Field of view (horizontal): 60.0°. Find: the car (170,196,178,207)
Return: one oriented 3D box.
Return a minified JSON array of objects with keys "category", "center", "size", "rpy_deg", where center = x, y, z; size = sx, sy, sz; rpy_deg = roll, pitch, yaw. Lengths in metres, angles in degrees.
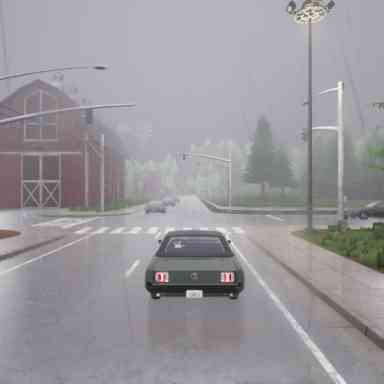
[{"category":"car","center":[-3.598,1.526,51.407],"size":[1.812,1.442,4.674],"rpy_deg":[0,0,0]}]

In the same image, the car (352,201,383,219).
[{"category":"car","center":[15.113,1.499,27.170],"size":[4.674,1.442,1.812],"rpy_deg":[0,0,-1]}]

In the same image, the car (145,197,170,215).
[{"category":"car","center":[-3.603,1.523,33.920],"size":[1.812,1.442,4.674],"rpy_deg":[0,0,0]}]

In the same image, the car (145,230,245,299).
[{"category":"car","center":[0.066,1.601,8.378],"size":[1.895,1.301,4.718],"rpy_deg":[0,0,0]}]

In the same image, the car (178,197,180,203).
[{"category":"car","center":[-3.522,1.564,67.079],"size":[1.994,1.385,4.181],"rpy_deg":[0,0,0]}]
